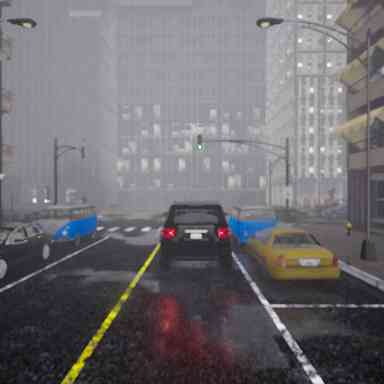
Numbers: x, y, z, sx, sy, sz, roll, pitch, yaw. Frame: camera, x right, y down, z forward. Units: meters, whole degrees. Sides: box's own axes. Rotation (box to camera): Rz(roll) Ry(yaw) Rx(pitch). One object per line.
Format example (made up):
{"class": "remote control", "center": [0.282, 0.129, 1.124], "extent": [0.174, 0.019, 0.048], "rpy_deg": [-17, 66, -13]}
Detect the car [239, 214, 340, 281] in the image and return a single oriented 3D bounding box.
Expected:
{"class": "car", "center": [2.707, 1.605, 9.951], "extent": [1.752, 1.417, 4.829], "rpy_deg": [-1, 0, 0]}

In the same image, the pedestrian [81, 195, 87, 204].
{"class": "pedestrian", "center": [-12.283, 1.193, 37.862], "extent": [0.375, 1.860, 0.375], "rpy_deg": [0, 0, 1]}

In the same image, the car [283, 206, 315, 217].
{"class": "car", "center": [7.891, 1.868, 28.634], "extent": [4.181, 1.385, 1.994], "rpy_deg": [0, 0, -11]}

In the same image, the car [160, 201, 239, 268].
{"class": "car", "center": [0.128, 1.317, 11.783], "extent": [2.150, 2.045, 5.566], "rpy_deg": [0, 0, 0]}

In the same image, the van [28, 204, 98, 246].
{"class": "van", "center": [-5.660, 1.464, 15.438], "extent": [1.690, 1.788, 3.998], "rpy_deg": [-1, 0, 0]}

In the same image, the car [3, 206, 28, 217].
{"class": "car", "center": [-16.147, 1.728, 29.163], "extent": [5.357, 1.411, 2.033], "rpy_deg": [0, 0, 1]}

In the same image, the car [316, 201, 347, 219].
{"class": "car", "center": [14.904, 1.846, 32.079], "extent": [4.674, 1.442, 1.812], "rpy_deg": [0, 0, -1]}

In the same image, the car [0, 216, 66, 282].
{"class": "car", "center": [-5.673, 1.629, 9.835], "extent": [2.008, 1.369, 4.403], "rpy_deg": [-1, 0, 0]}

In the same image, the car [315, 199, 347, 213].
{"class": "car", "center": [15.338, 1.622, 34.677], "extent": [5.009, 1.841, 2.192], "rpy_deg": [0, 0, 1]}

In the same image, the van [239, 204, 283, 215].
{"class": "van", "center": [2.720, 1.464, 15.384], "extent": [1.690, 1.788, 3.998], "rpy_deg": [-1, 0, 0]}
